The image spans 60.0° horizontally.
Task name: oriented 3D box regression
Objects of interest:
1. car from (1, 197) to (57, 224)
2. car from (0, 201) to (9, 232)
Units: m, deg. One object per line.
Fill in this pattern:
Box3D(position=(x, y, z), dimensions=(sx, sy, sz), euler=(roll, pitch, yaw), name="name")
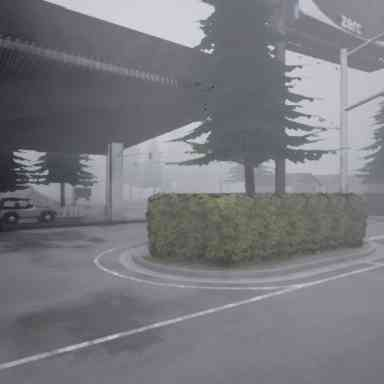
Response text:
Box3D(position=(-11.797, 1.310, 23.608), dimensions=(3.866, 1.878, 1.905), euler=(0, 0, -36), name="car")
Box3D(position=(-11.987, 1.480, 16.478), dimensions=(4.611, 1.667, 2.242), euler=(0, 0, -36), name="car")
